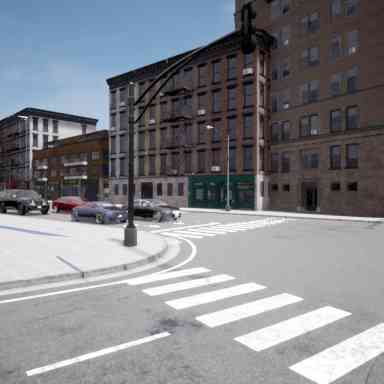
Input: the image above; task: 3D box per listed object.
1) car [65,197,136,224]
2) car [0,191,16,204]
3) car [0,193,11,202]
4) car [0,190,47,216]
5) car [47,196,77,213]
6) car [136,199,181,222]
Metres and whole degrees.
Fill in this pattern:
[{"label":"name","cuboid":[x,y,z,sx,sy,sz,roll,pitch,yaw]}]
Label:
[{"label":"car","cuboid":[-6.013,1.281,21.728,4.181,1.385,1.994,1,0,37]},{"label":"car","cuboid":[-27.584,0.785,48.231,4.553,1.767,2.097,1,0,41]},{"label":"car","cuboid":[-33.139,0.897,57.608,4.674,1.442,1.812,1,0,43]},{"label":"car","cuboid":[-14.315,0.829,28.260,5.566,2.045,2.150,1,0,39]},{"label":"car","cuboid":[-10.380,1.124,29.276,5.008,1.535,1.882,1,0,39]},{"label":"car","cuboid":[-2.930,1.239,23.452,4.902,1.511,2.128,1,0,38]}]
